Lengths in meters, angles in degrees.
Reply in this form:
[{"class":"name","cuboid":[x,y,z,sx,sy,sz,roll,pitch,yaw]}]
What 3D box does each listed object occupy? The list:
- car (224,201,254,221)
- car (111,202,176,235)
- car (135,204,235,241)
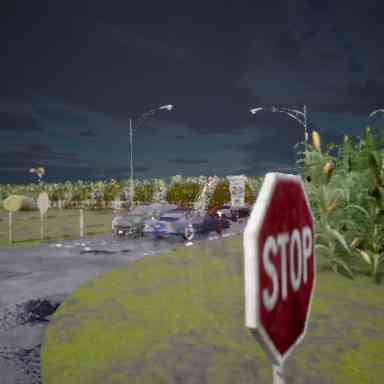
[{"class":"car","cuboid":[3.459,1.476,27.045,2.128,1.511,4.902,-2,-1,34]},{"class":"car","cuboid":[-2.318,1.400,18.478,2.097,1.767,4.553,-2,-1,34]},{"class":"car","cuboid":[-0.113,1.524,16.639,2.033,1.411,5.357,-2,-1,34]}]
